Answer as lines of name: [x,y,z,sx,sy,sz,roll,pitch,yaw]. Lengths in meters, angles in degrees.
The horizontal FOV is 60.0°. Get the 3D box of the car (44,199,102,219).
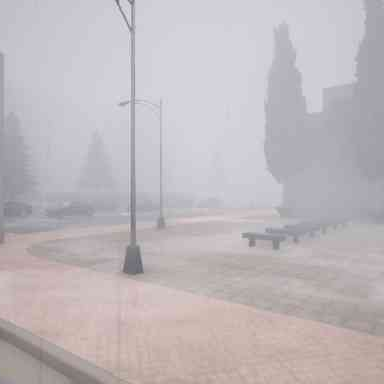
car: [-10.781,1.526,29.754,1.812,1.442,4.674,0,0,37]

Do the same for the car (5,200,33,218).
car: [-16.246,1.505,28.512,1.837,1.490,4.892,0,0,39]

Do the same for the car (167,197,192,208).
car: [-1.567,1.499,47.443,1.837,1.490,4.892,0,2,38]

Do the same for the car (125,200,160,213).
car: [-5.347,1.564,36.818,1.994,1.385,4.181,0,0,38]

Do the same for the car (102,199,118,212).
car: [-10.310,1.491,36.128,2.128,1.511,4.902,0,0,38]

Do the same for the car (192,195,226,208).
car: [2.637,1.505,47.151,1.837,1.490,4.892,0,0,38]
